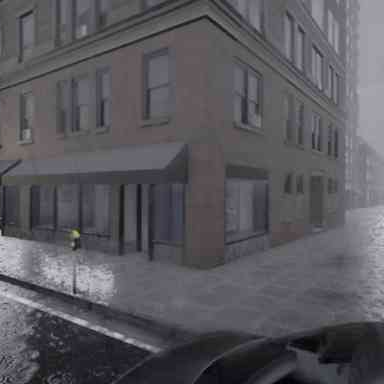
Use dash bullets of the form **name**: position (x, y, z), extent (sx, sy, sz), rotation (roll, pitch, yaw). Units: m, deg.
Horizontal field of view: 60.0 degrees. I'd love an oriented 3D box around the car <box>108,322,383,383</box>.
- **car**: position (1.209, 1.566, 1.947), extent (4.313, 1.339, 1.947), rotation (0, 0, 35)
